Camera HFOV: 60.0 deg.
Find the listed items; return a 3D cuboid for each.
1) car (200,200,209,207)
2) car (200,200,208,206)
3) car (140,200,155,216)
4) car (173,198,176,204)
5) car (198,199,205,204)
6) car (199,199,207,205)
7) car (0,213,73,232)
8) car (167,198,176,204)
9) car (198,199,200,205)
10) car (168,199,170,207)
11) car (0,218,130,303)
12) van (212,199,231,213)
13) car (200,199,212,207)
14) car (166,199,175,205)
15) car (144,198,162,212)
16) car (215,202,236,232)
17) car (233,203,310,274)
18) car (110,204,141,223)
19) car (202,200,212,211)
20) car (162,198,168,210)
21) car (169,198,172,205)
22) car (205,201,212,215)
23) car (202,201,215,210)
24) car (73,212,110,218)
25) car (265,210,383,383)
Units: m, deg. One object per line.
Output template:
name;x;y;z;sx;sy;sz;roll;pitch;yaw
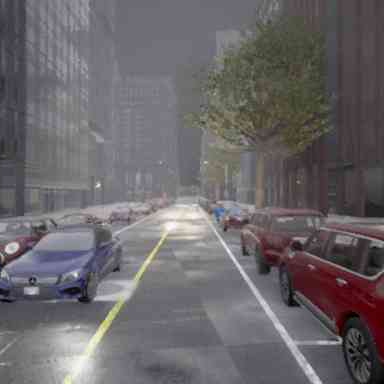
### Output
car;2.749;2.422;73.043;1.752;1.417;4.829;0;-1;0
car;2.741;2.554;78.510;1.802;1.307;4.206;0;-1;0
car;-5.724;1.973;38.866;1.752;1.417;4.829;0;-1;0
car;-5.793;2.625;84.142;1.947;1.339;4.313;0;-1;0
car;2.715;2.782;95.427;1.947;1.339;4.313;0;-1;0
car;2.732;2.492;84.152;1.967;1.590;4.097;0;-1;0
car;-5.682;1.566;10.845;1.967;1.590;4.097;0;-1;0
car;-5.811;2.539;95.420;2.192;1.841;5.009;0;-1;0
car;2.759;2.383;67.232;1.947;1.339;4.313;0;-1;0
car;-5.758;2.315;61.589;1.947;1.339;4.313;0;-1;0
car;-3.012;1.624;8.583;1.812;1.442;4.674;0;-1;0
van;2.819;1.651;27.763;1.690;1.788;3.998;0;-1;0
car;2.783;1.906;50.319;2.192;1.841;5.009;0;-1;0
car;-5.801;2.707;89.779;1.947;1.339;4.313;0;-1;0
car;-5.734;1.838;44.676;2.192;1.841;5.009;0;-1;0
car;2.827;1.686;22.122;1.967;1.590;4.097;0;-1;0
car;2.844;1.434;10.845;2.192;1.841;5.009;0;-1;0
car;-5.707;1.899;27.759;1.802;1.307;4.206;0;-1;0
car;2.792;2.082;44.676;1.947;1.339;4.313;0;-1;0
car;-5.750;1.988;55.954;2.192;1.841;5.009;0;-1;0
car;-5.767;2.139;67.230;2.192;1.841;5.009;0;-1;0
car;2.801;2.025;39.038;1.802;1.307;4.206;0;-1;0
car;2.776;2.211;55.955;1.887;1.381;4.507;0;-1;0
car;-5.690;1.735;16.482;1.887;1.381;4.507;0;-1;0
car;2.852;1.371;5.206;2.192;1.841;5.009;0;-1;0
